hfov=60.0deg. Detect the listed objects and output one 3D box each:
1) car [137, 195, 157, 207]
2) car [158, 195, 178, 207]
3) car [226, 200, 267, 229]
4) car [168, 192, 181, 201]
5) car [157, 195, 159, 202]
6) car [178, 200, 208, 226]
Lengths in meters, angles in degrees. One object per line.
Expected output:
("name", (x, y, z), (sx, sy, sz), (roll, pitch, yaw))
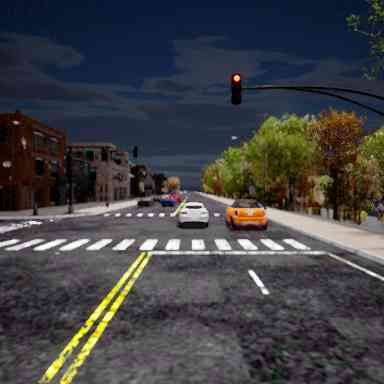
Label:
("car", (-6.587, 1.451, 47.059), (1.895, 1.301, 4.718), (0, 0, 0))
("car", (-3.338, 1.451, 47.067), (1.895, 1.301, 4.718), (0, 0, 0))
("car", (3.371, 1.283, 21.346), (2.097, 1.767, 4.553), (0, 0, 0))
("car", (-3.310, 1.017, 64.341), (2.150, 2.045, 5.566), (0, 0, 0))
("car", (-6.553, 1.346, 63.834), (2.033, 1.411, 5.357), (0, 0, 1))
("car", (0.120, 1.452, 22.575), (1.812, 1.442, 4.674), (0, 0, 0))
